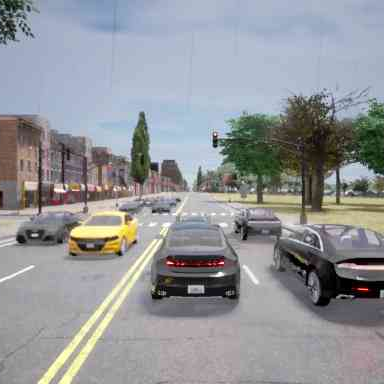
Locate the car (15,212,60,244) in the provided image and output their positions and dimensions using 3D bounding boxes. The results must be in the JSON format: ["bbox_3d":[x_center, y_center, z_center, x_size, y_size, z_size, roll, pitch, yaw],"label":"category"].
[{"bbox_3d":[-6.608,1.641,15.982,1.994,1.385,4.181,0,0,0],"label":"car"}]

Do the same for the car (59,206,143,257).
[{"bbox_3d":[-3.356,1.537,13.479,1.882,1.535,5.008,0,-1,0],"label":"car"}]

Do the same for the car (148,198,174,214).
[{"bbox_3d":[-3.364,1.696,37.257,1.994,1.385,4.181,0,0,0],"label":"car"}]

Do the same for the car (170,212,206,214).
[{"bbox_3d":[0.045,1.689,17.771,1.895,1.301,4.718,0,0,0],"label":"car"}]

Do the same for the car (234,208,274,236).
[{"bbox_3d":[3.290,1.577,17.236,2.128,1.511,4.902,0,0,0],"label":"car"}]

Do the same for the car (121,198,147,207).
[{"bbox_3d":[-6.616,1.681,36.888,2.033,1.411,5.357,0,0,0],"label":"car"}]

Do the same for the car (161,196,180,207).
[{"bbox_3d":[-3.367,1.594,53.025,2.033,1.411,5.357,0,0,0],"label":"car"}]

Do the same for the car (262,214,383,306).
[{"bbox_3d":[3.327,1.515,8.026,2.128,1.511,4.902,0,0,0],"label":"car"}]

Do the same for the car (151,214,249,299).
[{"bbox_3d":[0.078,1.531,8.466,1.837,1.490,4.892,0,0,0],"label":"car"}]

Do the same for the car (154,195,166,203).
[{"bbox_3d":[-6.538,1.456,68.471,2.033,1.411,5.357,0,0,0],"label":"car"}]

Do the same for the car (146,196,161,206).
[{"bbox_3d":[-6.614,1.543,52.521,2.128,1.511,4.902,0,0,0],"label":"car"}]
